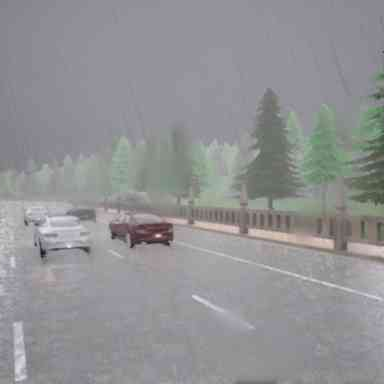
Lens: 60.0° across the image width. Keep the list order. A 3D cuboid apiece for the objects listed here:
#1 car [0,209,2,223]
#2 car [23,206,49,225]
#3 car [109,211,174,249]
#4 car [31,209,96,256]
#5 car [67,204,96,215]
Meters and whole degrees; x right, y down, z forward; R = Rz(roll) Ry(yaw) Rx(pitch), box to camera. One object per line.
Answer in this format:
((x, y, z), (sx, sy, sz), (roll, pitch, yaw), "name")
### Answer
((-15.834, 1.762, 25.632), (1.882, 1.535, 5.008), (0, 0, -28), "car")
((-12.587, 1.829, 26.979), (1.812, 1.442, 4.674), (0, -1, -28), "car")
((-2.566, 1.662, 15.886), (1.882, 1.535, 5.008), (0, 0, -28), "car")
((-5.453, 1.683, 13.868), (1.812, 1.442, 4.674), (0, -1, -28), "car")
((-9.670, 1.807, 28.949), (1.882, 1.535, 5.008), (0, 0, -28), "car")
